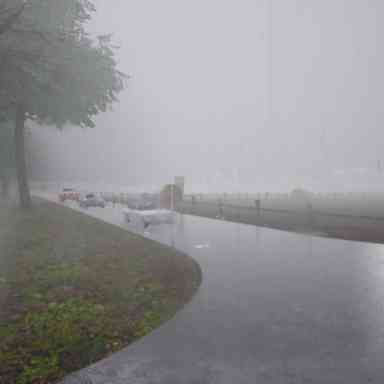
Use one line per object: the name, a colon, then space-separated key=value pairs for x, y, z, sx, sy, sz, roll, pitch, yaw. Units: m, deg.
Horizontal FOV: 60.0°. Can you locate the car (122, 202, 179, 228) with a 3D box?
car: x=-2.546 y=1.249 z=19.415 sx=1.895 sy=1.301 sz=4.718 roll=-1 pitch=2 yaw=-28

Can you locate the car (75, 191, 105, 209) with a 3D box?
car: x=-10.130 y=0.886 z=33.523 sx=1.837 sy=1.490 sz=4.892 roll=-1 pitch=1 yaw=-28

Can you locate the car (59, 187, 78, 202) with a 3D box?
car: x=-17.903 y=0.342 z=48.137 sx=2.150 sy=2.045 sz=5.566 roll=-1 pitch=1 yaw=-28
